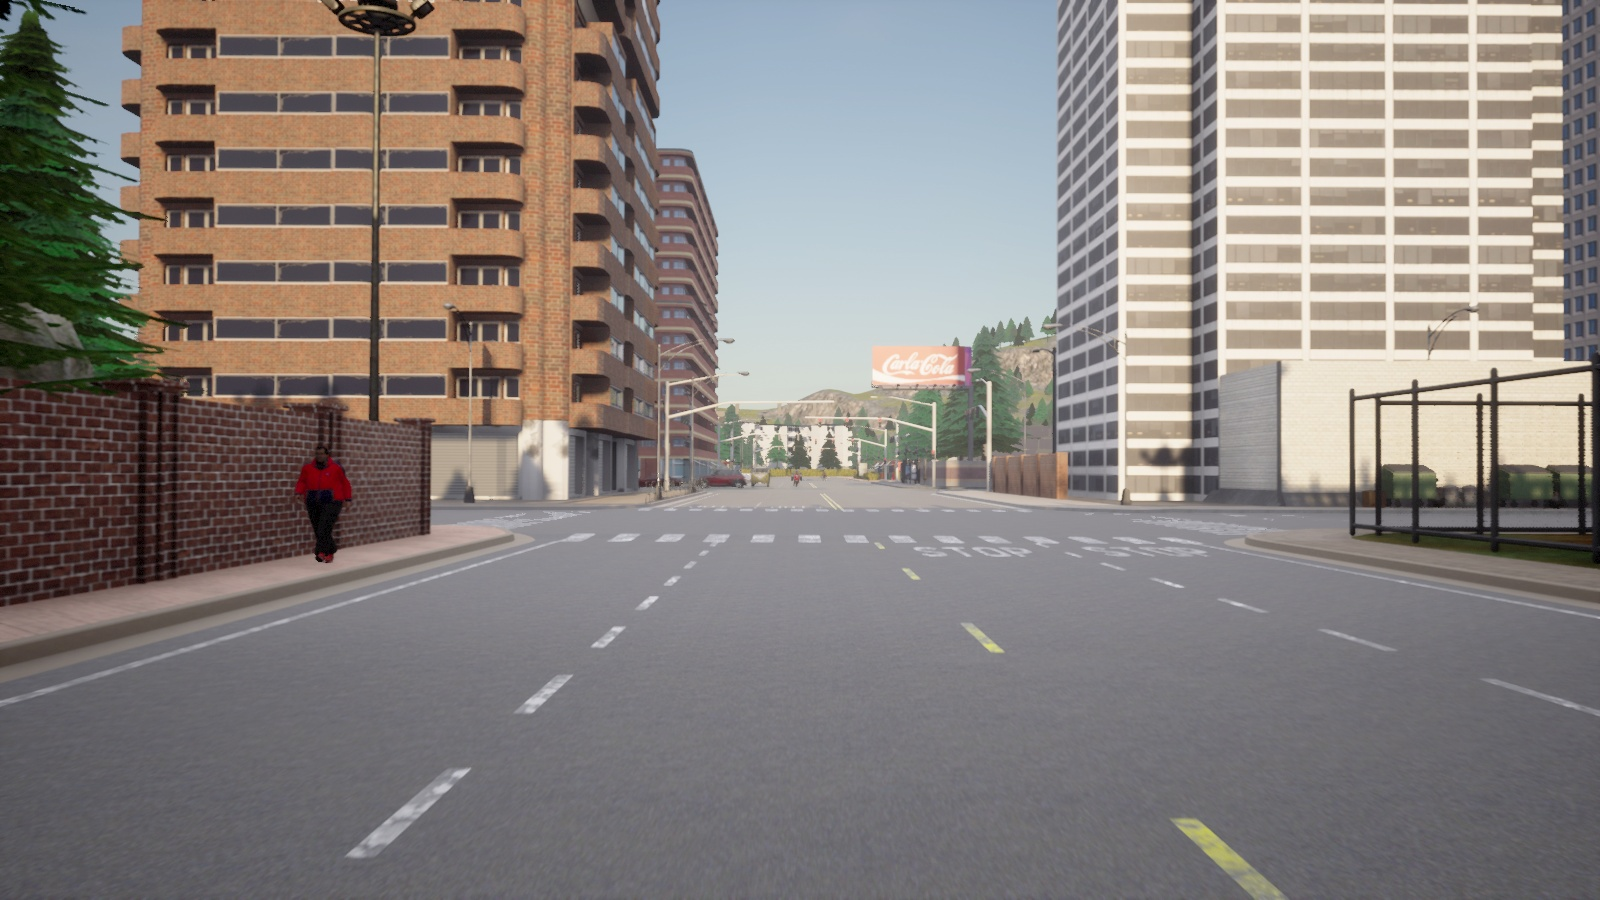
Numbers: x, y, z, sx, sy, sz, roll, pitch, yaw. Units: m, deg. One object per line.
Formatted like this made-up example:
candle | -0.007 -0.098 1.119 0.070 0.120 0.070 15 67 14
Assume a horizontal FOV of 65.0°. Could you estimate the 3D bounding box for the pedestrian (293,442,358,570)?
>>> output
pedestrian | -6.988 0.811 18.523 0.634 1.844 0.899 0 -1 -2
